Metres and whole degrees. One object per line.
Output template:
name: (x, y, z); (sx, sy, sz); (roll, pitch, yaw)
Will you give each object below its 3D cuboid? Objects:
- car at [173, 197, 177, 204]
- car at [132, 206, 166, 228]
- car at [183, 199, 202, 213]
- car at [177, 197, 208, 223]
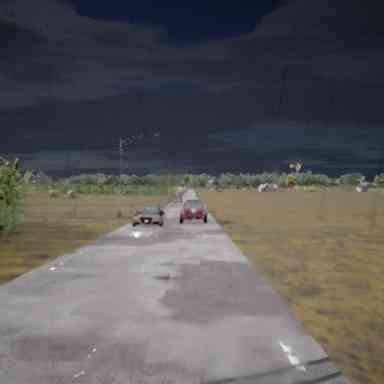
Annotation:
car: (-2.743, 1.740, 65.714); (1.994, 1.385, 4.181); (0, 0, 0)
car: (-2.848, 1.621, 22.727); (1.994, 1.385, 4.181); (0, 0, 0)
car: (0.098, 1.595, 39.773); (2.128, 1.511, 4.902); (0, 0, 0)
car: (0.104, 1.417, 26.343); (2.097, 1.767, 4.553); (0, 0, 0)
